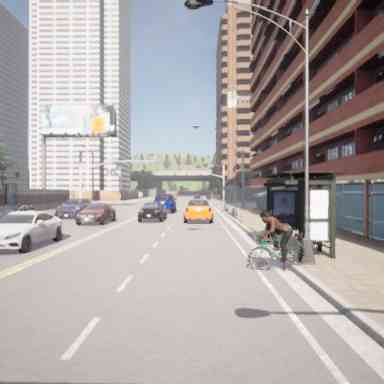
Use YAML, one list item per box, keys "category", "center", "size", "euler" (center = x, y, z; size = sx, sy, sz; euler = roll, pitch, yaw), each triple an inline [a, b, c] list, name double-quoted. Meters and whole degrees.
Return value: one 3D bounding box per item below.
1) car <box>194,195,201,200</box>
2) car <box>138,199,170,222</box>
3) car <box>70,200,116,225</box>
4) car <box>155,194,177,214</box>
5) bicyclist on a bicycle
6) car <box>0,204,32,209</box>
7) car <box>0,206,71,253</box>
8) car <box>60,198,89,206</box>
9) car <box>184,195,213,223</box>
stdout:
- category: "car"
  center: [1.437, 1.459, 90.927]
  size: [1.812, 1.442, 4.674]
  euler: [0, 0, 1]
- category: "car"
  center: [-3.014, 1.507, 25.700]
  size: [1.812, 1.442, 4.674]
  euler: [0, 0, 1]
- category: "car"
  center: [-6.734, 1.508, 23.768]
  size: [1.812, 1.442, 4.674]
  euler: [0, 0, 1]
- category: "car"
  center: [-2.851, 1.196, 35.533]
  size: [2.150, 2.045, 5.566]
  euler: [0, 0, 1]
- category: "bicyclist on a bicycle"
  center: [2.327, 1.361, 9.366]
  size: [1.656, 1.620, 0.582]
  euler: [-9, 0, 1]
- category: "car"
  center: [-10.316, 1.477, 19.100]
  size: [2.128, 1.511, 4.902]
  euler: [0, 0, 1]
- category: "car"
  center: [-6.895, 1.515, 13.716]
  size: [1.812, 1.442, 4.674]
  euler: [0, 0, 1]
- category: "car"
  center: [-10.129, 1.330, 29.125]
  size: [2.097, 1.767, 4.553]
  euler: [0, 0, 1]
- category: "car"
  center: [0.485, 1.332, 25.623]
  size: [2.097, 1.767, 4.553]
  euler: [0, 0, 1]
